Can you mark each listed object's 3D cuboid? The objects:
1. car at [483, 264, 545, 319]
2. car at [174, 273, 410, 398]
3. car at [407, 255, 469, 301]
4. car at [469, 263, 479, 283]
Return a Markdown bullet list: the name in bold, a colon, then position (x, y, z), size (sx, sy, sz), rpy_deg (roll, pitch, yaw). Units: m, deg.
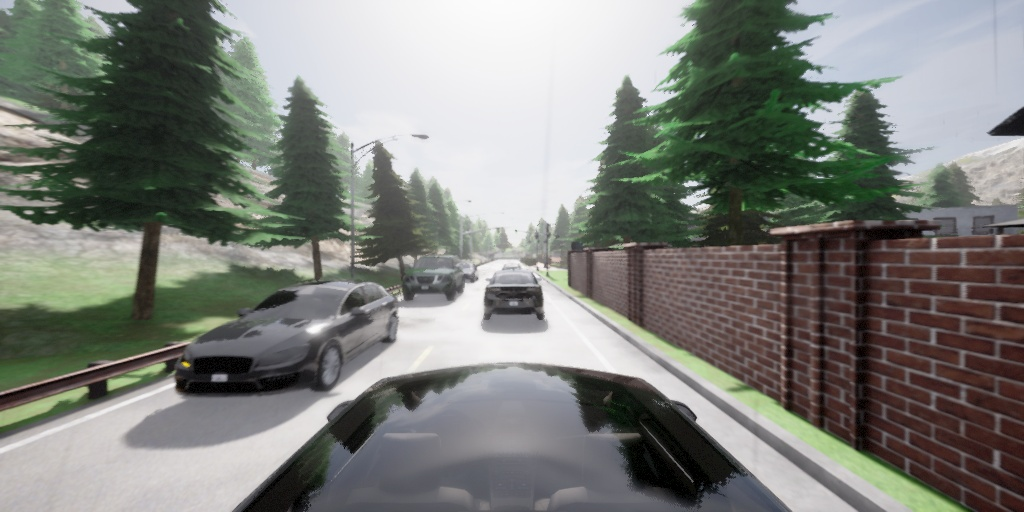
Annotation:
- **car**: position (0.057, 1.211, 12.766), size (1.882, 1.535, 5.008), rpy_deg (0, 0, 0)
- **car**: position (-3.611, 1.255, 6.843), size (1.837, 1.490, 4.892), rpy_deg (0, 0, 0)
- **car**: position (-3.643, 0.954, 17.628), size (2.150, 2.045, 5.566), rpy_deg (0, 0, -1)
- **car**: position (-3.633, 1.264, 28.154), size (2.033, 1.411, 5.357), rpy_deg (0, 0, 0)
